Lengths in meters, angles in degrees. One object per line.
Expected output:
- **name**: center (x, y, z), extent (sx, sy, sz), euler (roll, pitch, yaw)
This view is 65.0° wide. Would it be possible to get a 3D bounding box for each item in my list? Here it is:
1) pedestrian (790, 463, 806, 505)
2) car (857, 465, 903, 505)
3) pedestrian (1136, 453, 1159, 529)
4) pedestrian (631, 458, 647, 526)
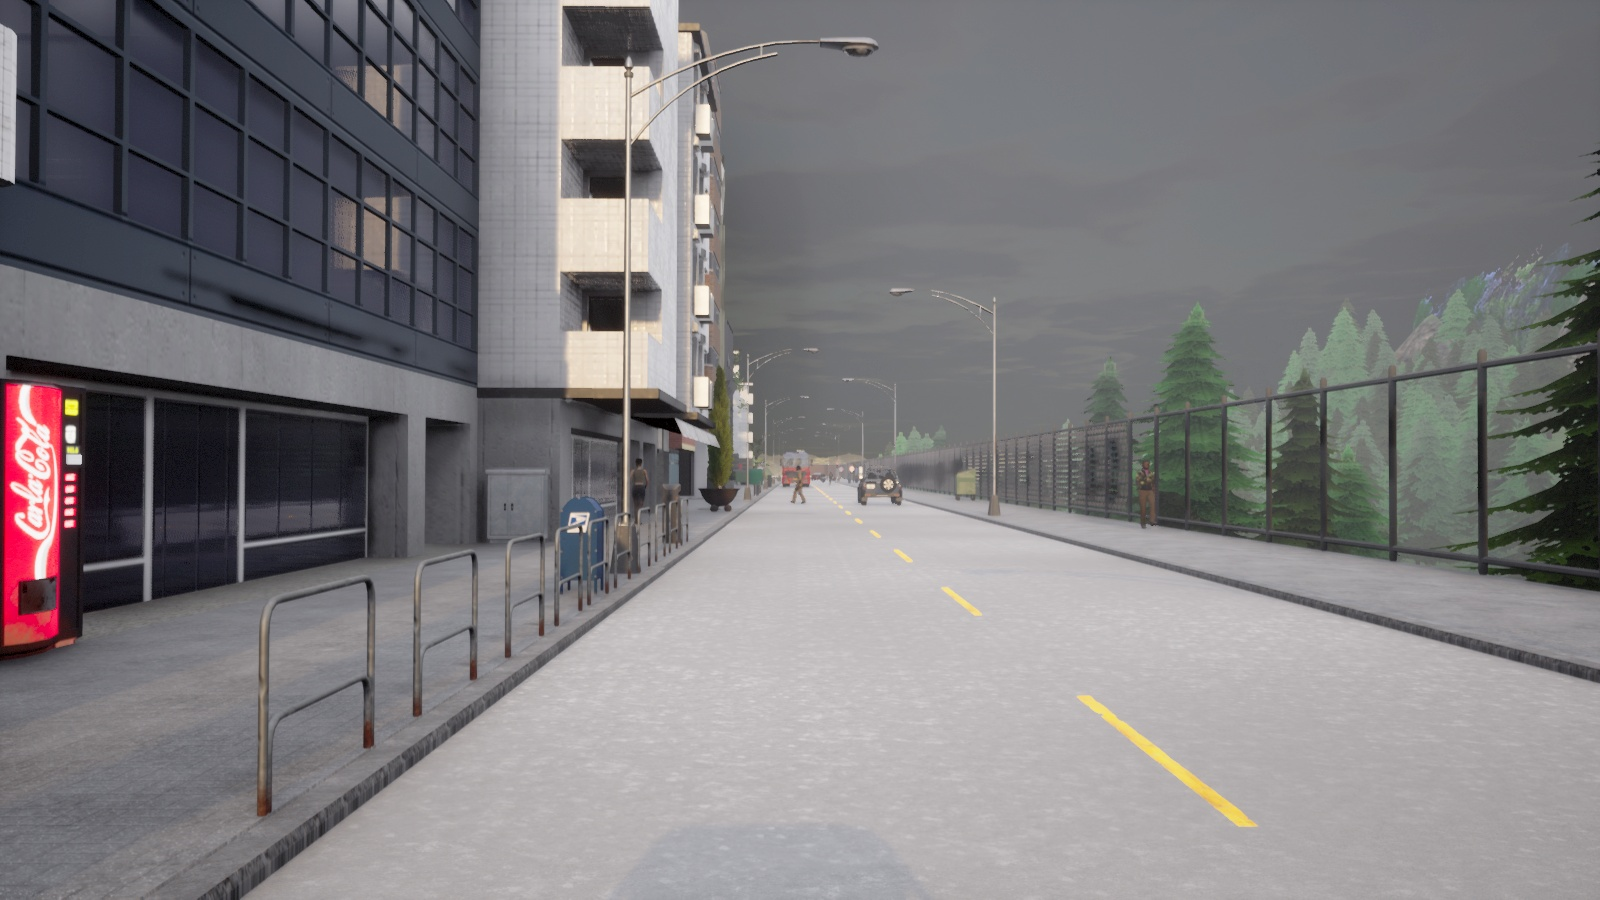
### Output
- **pedestrian**: center (-0.082, 1.588, 58.844), extent (0.692, 1.930, 0.396), euler (0, -1, 9)
- **car**: center (3.821, 1.664, 60.536), extent (1.932, 1.855, 4.605), euler (0, -1, 0)
- **pedestrian**: center (8.994, 1.051, 32.484), extent (0.395, 1.930, 0.692), euler (0, -1, 1)
- **pedestrian**: center (-4.392, 1.136, 34.285), extent (0.345, 1.836, 0.594), euler (0, -1, 0)
